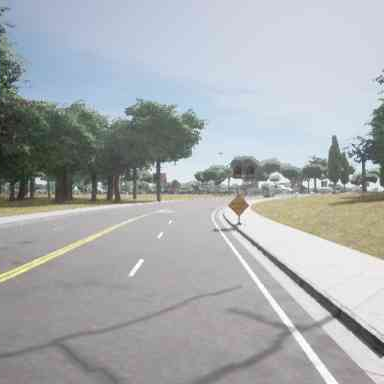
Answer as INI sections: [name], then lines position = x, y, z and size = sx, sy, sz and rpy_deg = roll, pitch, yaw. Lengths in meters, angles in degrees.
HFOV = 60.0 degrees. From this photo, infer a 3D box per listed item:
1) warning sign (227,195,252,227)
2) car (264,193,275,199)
[warning sign]
position = 2.829, 1.104, 20.058
size = 1.300, 1.860, 1.060
rpy_deg = -1, -1, 0
[car]
position = 21.577, 1.153, 92.751
size = 1.837, 1.490, 4.892
rpy_deg = -1, 0, 33
